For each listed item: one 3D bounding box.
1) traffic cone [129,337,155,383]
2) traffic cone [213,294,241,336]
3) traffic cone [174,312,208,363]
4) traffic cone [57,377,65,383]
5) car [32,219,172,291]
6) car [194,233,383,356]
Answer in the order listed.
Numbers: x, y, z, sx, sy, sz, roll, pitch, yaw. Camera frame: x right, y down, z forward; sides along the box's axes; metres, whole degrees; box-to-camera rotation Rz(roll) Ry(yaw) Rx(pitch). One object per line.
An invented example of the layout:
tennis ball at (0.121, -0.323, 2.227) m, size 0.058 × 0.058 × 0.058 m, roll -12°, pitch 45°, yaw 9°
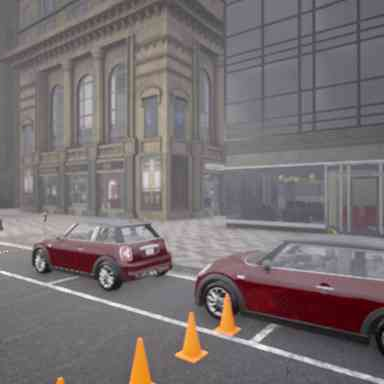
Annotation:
traffic cone at (-0.592, 1.956, 3.783) m, size 0.340 × 0.580 × 0.340 m, roll 0°, pitch 0°, yaw 36°
traffic cone at (0.573, 1.956, 5.410) m, size 0.340 × 0.580 × 0.340 m, roll 0°, pitch 0°, yaw 36°
traffic cone at (-0.010, 1.956, 4.596) m, size 0.340 × 0.580 × 0.340 m, roll 0°, pitch 0°, yaw 36°
traffic cone at (-1.175, 1.956, 2.971) m, size 0.340 × 0.580 × 0.340 m, roll 0°, pitch 0°, yaw 36°
car at (-2.586, 1.444, 9.066) m, size 4.097 × 1.590 × 1.967 m, roll 0°, pitch 0°, yaw 36°
car at (1.998, 1.440, 5.783) m, size 4.097 × 1.590 × 1.967 m, roll 0°, pitch 0°, yaw 36°
